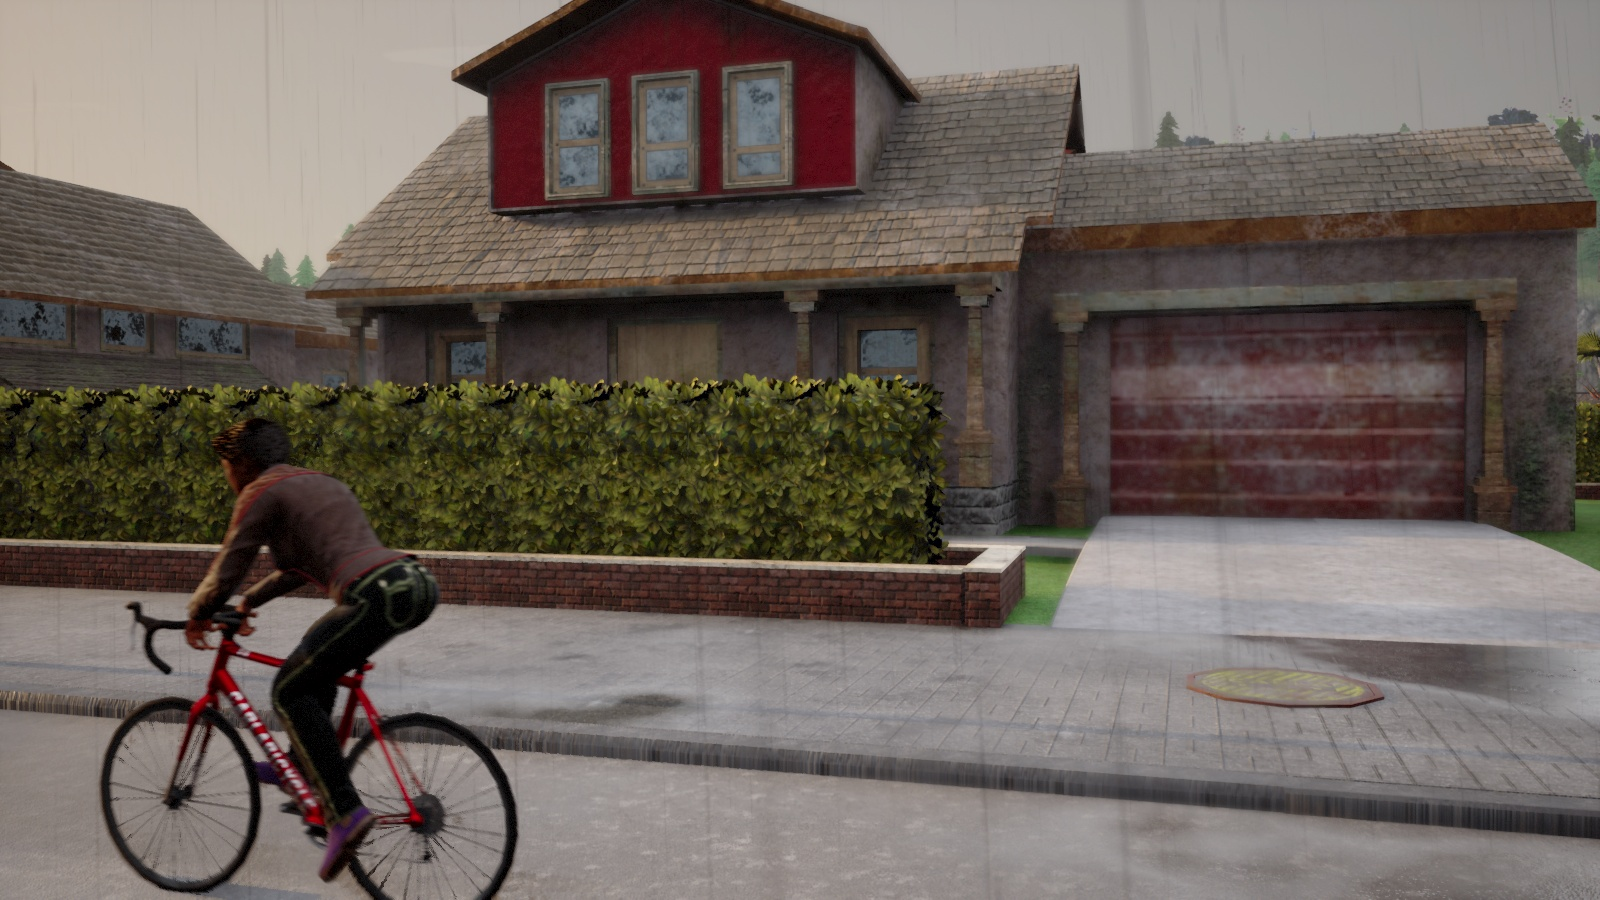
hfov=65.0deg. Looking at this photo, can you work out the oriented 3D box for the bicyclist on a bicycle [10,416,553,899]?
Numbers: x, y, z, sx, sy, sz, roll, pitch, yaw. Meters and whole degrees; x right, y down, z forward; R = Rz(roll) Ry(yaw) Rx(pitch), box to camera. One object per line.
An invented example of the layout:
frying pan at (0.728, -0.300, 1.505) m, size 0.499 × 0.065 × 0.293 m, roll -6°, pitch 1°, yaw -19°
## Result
bicyclist on a bicycle at (-1.703, 0.707, 4.152) m, size 1.656 × 1.620 × 0.582 m, roll 0°, pitch 1°, yaw 17°
